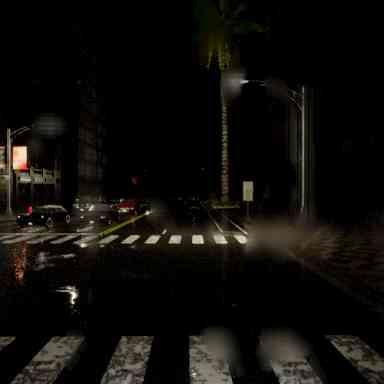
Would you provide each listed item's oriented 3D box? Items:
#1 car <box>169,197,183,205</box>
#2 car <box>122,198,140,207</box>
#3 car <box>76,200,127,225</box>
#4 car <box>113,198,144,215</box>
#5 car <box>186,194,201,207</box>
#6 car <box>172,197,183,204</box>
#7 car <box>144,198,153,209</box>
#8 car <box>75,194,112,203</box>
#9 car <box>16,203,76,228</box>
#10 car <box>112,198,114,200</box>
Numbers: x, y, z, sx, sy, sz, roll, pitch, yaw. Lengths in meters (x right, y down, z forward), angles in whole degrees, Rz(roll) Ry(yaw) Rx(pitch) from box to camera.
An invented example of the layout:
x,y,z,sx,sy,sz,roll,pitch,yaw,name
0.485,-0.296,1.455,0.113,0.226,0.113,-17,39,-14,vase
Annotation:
x,y,z,sx,sy,sz,roll,pitch,yaw,name
-2.926,1.611,57.724,1.994,1.385,4.181,0,0,1,car
-9.590,1.636,52.283,1.895,1.301,4.718,0,0,1,car
-6.500,1.553,24.179,2.033,1.411,5.357,0,0,0,car
-6.453,1.537,34.136,1.812,1.442,4.674,0,0,0,car
0.217,1.260,53.431,2.150,2.045,5.566,0,0,0,car
-2.885,1.633,67.682,1.994,1.385,4.181,0,0,0,car
-6.404,1.528,44.566,1.837,1.490,4.892,0,0,0,car
-9.715,1.231,32.134,2.150,2.045,5.566,0,0,0,car
-9.771,1.606,22.376,1.895,1.301,4.718,0,0,1,car
-9.667,1.511,42.154,2.128,1.511,4.902,0,0,1,car
